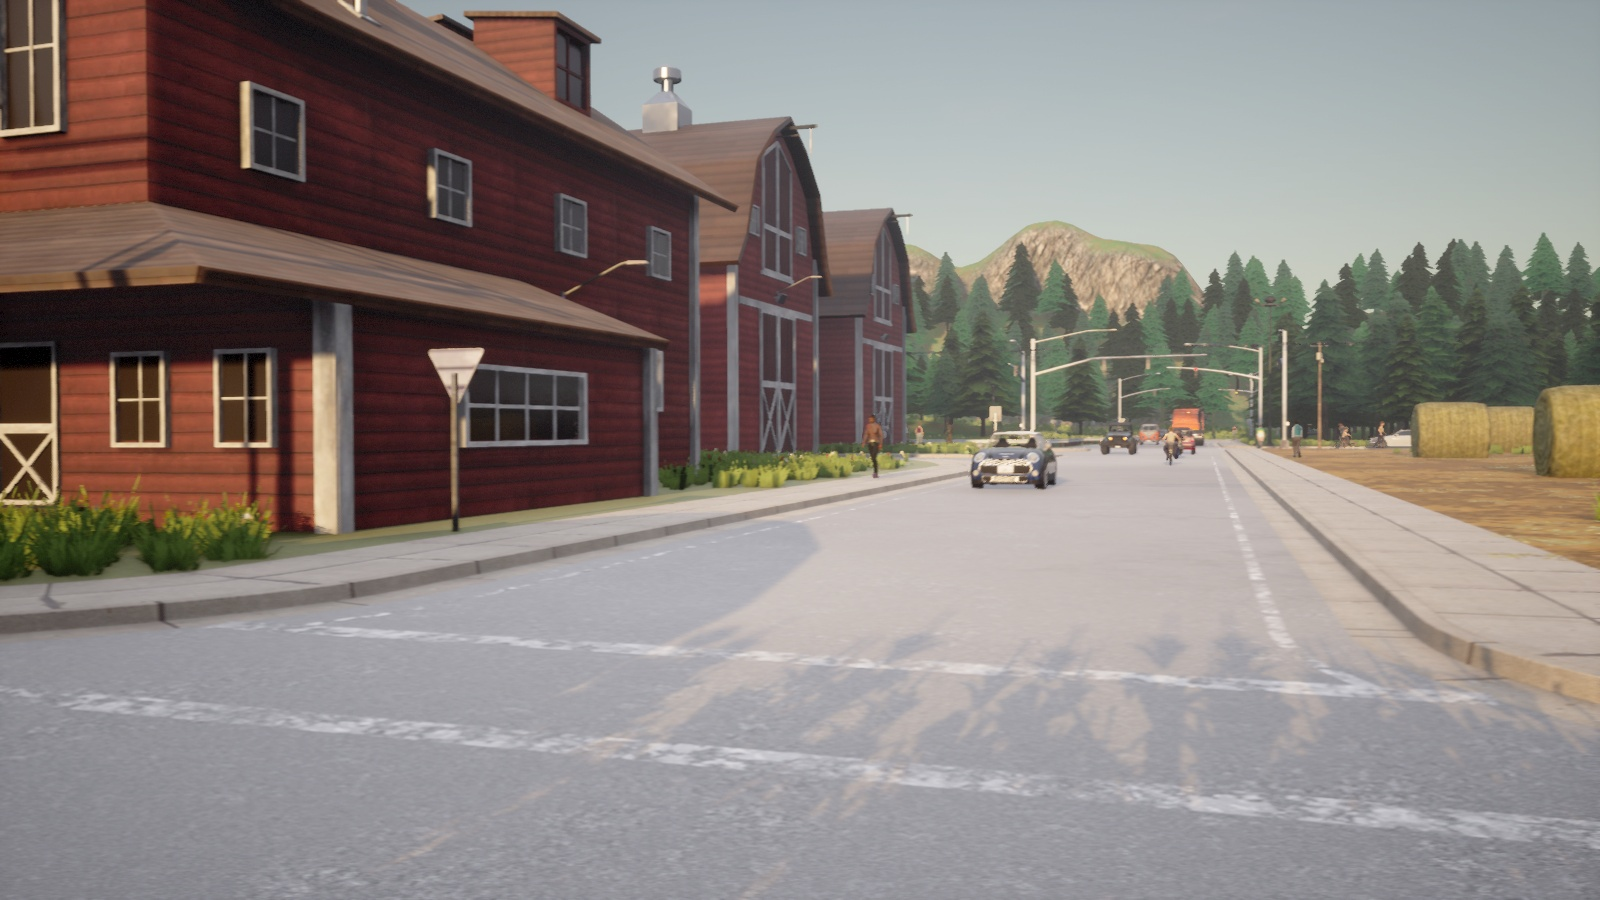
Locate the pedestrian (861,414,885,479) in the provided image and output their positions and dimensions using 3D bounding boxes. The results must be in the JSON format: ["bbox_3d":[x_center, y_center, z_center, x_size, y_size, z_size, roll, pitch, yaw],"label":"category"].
[{"bbox_3d":[2.085,-0.105,35.787,0.328,1.805,0.869,1,1,30],"label":"pedestrian"}]

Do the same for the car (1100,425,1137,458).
[{"bbox_3d":[19.125,-0.552,75.292,1.905,1.878,3.866,1,2,18],"label":"car"}]

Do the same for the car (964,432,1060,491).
[{"bbox_3d":[5.658,0.254,33.223,1.970,1.475,3.806,1,1,18],"label":"car"}]

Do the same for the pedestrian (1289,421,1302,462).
[{"bbox_3d":[23.178,-0.405,58.740,0.396,1.930,0.692,0,1,4],"label":"pedestrian"}]

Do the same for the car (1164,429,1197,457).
[{"bbox_3d":[23.108,-0.440,76.262,1.851,1.617,3.988,1,1,18],"label":"car"}]
